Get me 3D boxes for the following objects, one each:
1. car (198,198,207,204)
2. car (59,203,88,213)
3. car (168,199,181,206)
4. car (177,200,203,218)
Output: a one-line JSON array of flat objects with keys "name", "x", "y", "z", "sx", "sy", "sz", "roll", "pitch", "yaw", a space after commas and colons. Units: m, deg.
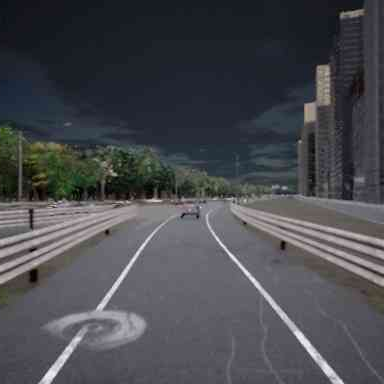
[{"name": "car", "x": 2.266, "y": 2.294, "z": 77.913, "sx": 1.837, "sy": 1.490, "sz": 4.892, "roll": 0, "pitch": -1, "yaw": 16}, {"name": "car", "x": -11.257, "y": 1.640, "z": 31.868, "sx": 1.812, "sy": 1.442, "sz": 4.674, "roll": 0, "pitch": -1, "yaw": 16}, {"name": "car", "x": -2.804, "y": 1.968, "z": 60.652, "sx": 1.882, "sy": 1.535, "sz": 5.008, "roll": 0, "pitch": -1, "yaw": 16}, {"name": "car", "x": -0.073, "y": 1.866, "z": 34.368, "sx": 2.033, "sy": 1.411, "sz": 5.357, "roll": 0, "pitch": -1, "yaw": 3}]
